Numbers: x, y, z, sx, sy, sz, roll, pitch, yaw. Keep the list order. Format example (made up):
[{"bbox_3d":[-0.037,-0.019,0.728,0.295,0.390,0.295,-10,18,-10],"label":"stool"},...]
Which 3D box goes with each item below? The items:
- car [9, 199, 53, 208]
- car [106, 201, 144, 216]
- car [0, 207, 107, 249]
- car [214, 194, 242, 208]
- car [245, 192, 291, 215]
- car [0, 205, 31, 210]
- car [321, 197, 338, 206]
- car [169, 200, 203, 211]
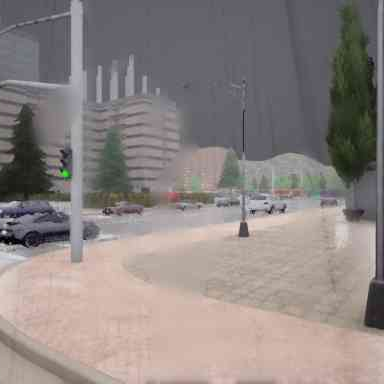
[{"bbox_3d":[-12.495,1.352,24.387,2.097,1.767,4.553,0,0,36],"label":"car"},{"bbox_3d":[-6.651,1.564,32.437,1.994,1.385,4.181,0,0,36],"label":"car"},{"bbox_3d":[-6.223,1.564,14.816,1.994,1.385,4.181,0,0,36],"label":"car"},{"bbox_3d":[5.470,1.505,49.020,1.837,1.490,4.892,0,0,37],"label":"car"},{"bbox_3d":[7.840,1.221,34.159,2.150,2.045,5.566,0,0,36],"label":"car"},{"bbox_3d":[-10.251,1.525,15.230,1.812,1.442,4.674,0,0,36],"label":"car"},{"bbox_3d":[22.259,1.526,53.993,1.812,1.442,4.674,0,0,36],"label":"car"},{"bbox_3d":[-0.679,1.601,40.630,1.895,1.301,4.718,0,0,36],"label":"car"}]
